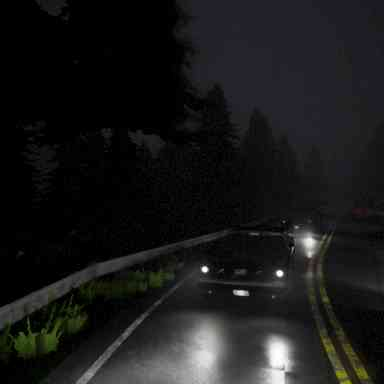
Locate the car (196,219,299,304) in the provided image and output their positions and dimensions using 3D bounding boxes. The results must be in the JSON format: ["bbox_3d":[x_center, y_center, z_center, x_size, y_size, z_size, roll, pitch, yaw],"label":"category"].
[{"bbox_3d":[1.606,1.598,8.421,1.895,1.301,4.718,-1,0,18],"label":"car"}]

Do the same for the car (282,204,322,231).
[{"bbox_3d":[6.707,1.459,20.053,2.033,1.411,5.357,-2,0,26],"label":"car"}]

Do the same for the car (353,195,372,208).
[{"bbox_3d":[20.698,1.057,40.208,2.128,1.511,4.902,-2,0,28],"label":"car"}]
